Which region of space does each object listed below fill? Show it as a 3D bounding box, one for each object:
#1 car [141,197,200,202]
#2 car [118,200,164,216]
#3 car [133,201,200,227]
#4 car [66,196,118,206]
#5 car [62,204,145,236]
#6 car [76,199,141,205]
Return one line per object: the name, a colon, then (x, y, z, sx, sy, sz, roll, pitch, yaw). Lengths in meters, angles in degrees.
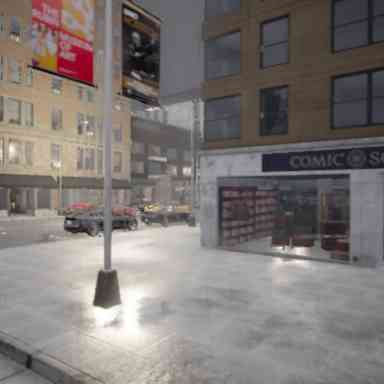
car: (-1.674, 1.467, 27.232, 1.882, 1.535, 5.008, 0, 0, 36)
car: (-4.825, 1.524, 32.188, 1.947, 1.339, 4.313, 0, 0, 36)
car: (-1.619, 1.555, 22.904, 2.008, 1.369, 4.403, 0, 0, 36)
car: (-8.132, 1.273, 27.591, 2.192, 1.841, 5.009, 0, 0, 36)
car: (-4.927, 1.570, 18.309, 1.947, 1.339, 4.313, 0, 0, 36)
car: (-6.366, 1.536, 25.701, 1.994, 1.385, 4.181, 0, 0, 36)
